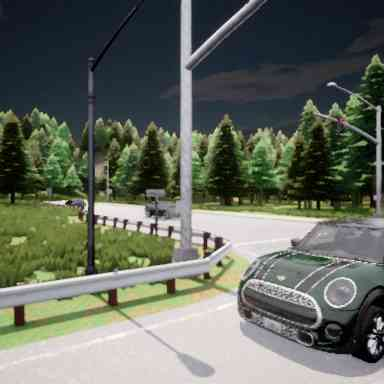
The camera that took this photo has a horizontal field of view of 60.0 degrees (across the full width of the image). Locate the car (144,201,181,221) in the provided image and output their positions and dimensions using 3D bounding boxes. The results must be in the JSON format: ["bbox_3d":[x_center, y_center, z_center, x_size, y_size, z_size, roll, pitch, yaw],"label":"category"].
[{"bbox_3d":[-2.145,1.471,27.142,2.128,1.511,4.902,0,0,-36],"label":"car"}]

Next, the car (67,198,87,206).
[{"bbox_3d":[-16.353,1.544,46.973,1.994,1.385,4.181,0,0,-34],"label":"car"}]

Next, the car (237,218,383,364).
[{"bbox_3d":[2.969,1.294,5.996,4.553,1.767,2.097,0,0,-35],"label":"car"}]
